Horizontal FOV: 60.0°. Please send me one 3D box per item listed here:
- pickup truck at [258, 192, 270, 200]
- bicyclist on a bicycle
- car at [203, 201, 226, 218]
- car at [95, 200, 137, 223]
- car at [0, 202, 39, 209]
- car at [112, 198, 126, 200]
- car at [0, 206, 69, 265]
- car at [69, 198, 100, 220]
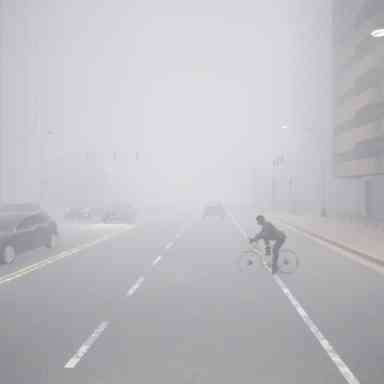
[{"bbox_3d":[18.811,1.058,89.148,2.390,2.098,6.274,0,0,34],"label":"pickup truck"},{"bbox_3d":[2.043,1.451,9.039,1.656,1.620,0.582,-2,0,4],"label":"bicyclist on a bicycle"},{"bbox_3d":[2.094,1.525,30.022,1.812,1.442,4.674,0,0,8],"label":"car"},{"bbox_3d":[-5.507,1.564,25.279,1.994,1.385,4.181,0,0,4],"label":"car"},{"bbox_3d":[-9.570,1.351,17.528,2.097,1.767,4.553,0,0,4],"label":"car"},{"bbox_3d":[-10.308,1.564,45.951,4.181,1.385,1.994,0,0,28],"label":"car"},{"bbox_3d":[-6.445,1.502,11.795,1.837,1.490,4.892,0,1,4],"label":"car"},{"bbox_3d":[-8.825,1.352,27.809,2.097,1.767,4.553,0,0,4],"label":"car"}]
